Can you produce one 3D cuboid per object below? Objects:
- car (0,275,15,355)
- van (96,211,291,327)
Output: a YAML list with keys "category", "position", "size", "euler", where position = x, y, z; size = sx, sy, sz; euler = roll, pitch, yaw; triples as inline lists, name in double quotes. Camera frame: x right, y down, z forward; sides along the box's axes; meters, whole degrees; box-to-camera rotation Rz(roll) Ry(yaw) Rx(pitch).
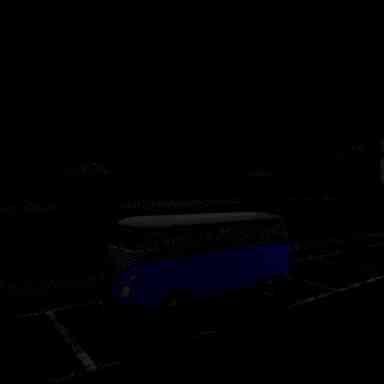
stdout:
- category: "car"
  position: [-4.384, 1.555, 3.408]
  size: [4.507, 1.381, 1.887]
  euler: [0, 0, -36]
- category: "van"
  position: [0.220, 1.318, 6.694]
  size: [3.998, 1.788, 1.690]
  euler: [0, 0, -36]
